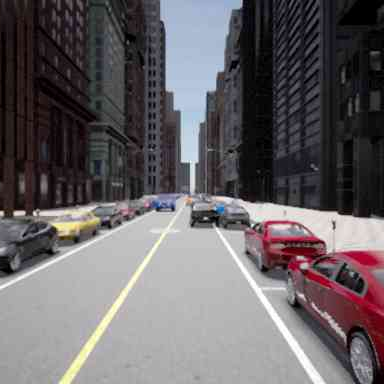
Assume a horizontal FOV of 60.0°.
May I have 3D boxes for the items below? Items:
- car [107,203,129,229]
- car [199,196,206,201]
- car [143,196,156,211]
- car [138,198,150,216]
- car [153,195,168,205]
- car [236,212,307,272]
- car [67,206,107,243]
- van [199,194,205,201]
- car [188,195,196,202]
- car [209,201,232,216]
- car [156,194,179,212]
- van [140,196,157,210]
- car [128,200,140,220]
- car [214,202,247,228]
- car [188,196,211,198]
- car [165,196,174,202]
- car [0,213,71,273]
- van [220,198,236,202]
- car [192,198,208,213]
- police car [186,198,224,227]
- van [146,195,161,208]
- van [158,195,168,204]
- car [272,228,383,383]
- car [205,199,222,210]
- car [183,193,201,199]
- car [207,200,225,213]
[{"bbox_3d":[-5.757,1.589,21.973,1.947,1.339,4.313,0,0,0],"label":"car"},{"bbox_3d":[2.786,1.688,89.793,1.752,1.417,4.829,0,0,0],"label":"car"},{"bbox_3d":[-5.753,1.489,38.884,1.967,1.590,4.097,0,0,0],"label":"car"},{"bbox_3d":[-5.754,1.605,33.247,1.947,1.339,4.313,0,0,0],"label":"car"},{"bbox_3d":[-5.747,1.407,61.430,2.192,1.841,5.009,0,0,0],"label":"car"},{"bbox_3d":[2.765,1.554,10.716,1.887,1.381,4.507,0,0,0],"label":"car"},{"bbox_3d":[-5.759,1.541,16.167,1.752,1.417,4.829,0,0,0],"label":"car"},{"bbox_3d":[2.787,1.519,95.259,1.690,1.788,3.998,0,0,0],"label":"van"},{"bbox_3d":[0.022,1.495,74.446,1.837,1.490,4.892,0,0,0],"label":"car"},{"bbox_3d":[2.771,1.590,33.261,2.008,1.369,4.403,0,0,0],"label":"car"},{"bbox_3d":[-3.081,1.270,39.876,2.150,2.045,5.566,0,0,0],"label":"car"},{"bbox_3d":[-5.752,1.400,44.521,1.690,1.788,3.998,0,0,0],"label":"van"},{"bbox_3d":[-5.756,1.612,27.611,1.802,1.307,4.206,0,0,0],"label":"car"},{"bbox_3d":[2.768,1.573,21.988,2.008,1.369,4.403,0,0,0],"label":"car"},{"bbox_3d":[0.796,1.517,33.352,1.882,1.535,5.008,0,0,-2],"label":"car"},{"bbox_3d":[-5.740,1.691,83.976,1.887,1.381,4.507,0,0,0],"label":"car"},{"bbox_3d":[-5.760,1.576,10.701,1.947,1.339,4.313,0,0,0],"label":"car"},{"bbox_3d":[2.769,1.371,27.625,1.690,1.788,3.998,0,0,0],"label":"van"},{"bbox_3d":[0.912,1.555,39.374,1.837,1.490,4.892,0,0,0],"label":"car"},{"bbox_3d":[0.783,1.451,23.458,1.930,1.638,5.238,0,0,-2],"label":"police car"},{"bbox_3d":[-5.750,1.411,50.157,1.690,1.788,3.998,0,0,0],"label":"van"},{"bbox_3d":[-5.745,1.446,67.066,1.690,1.788,3.998,0,0,0],"label":"van"},{"bbox_3d":[2.763,1.549,5.080,1.887,1.381,4.507,0,0,0],"label":"car"},{"bbox_3d":[2.774,1.609,44.533,2.008,1.369,4.403,0,0,0],"label":"car"},{"bbox_3d":[0.018,1.440,59.416,2.097,1.767,4.553,0,0,0],"label":"car"},{"bbox_3d":[2.772,1.630,38.897,1.802,1.307,4.206,0,0,0],"label":"car"}]
